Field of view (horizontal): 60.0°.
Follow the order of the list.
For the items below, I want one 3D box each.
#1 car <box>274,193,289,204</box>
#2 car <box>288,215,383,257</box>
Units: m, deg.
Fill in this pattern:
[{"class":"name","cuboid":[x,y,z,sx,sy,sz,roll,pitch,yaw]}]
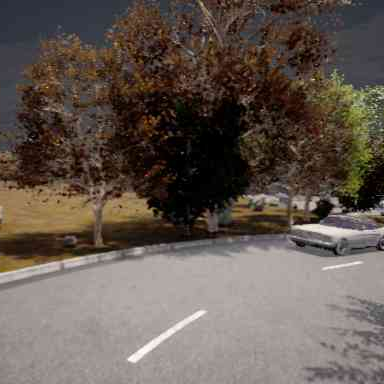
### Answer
[{"class":"car","cuboid":[12.172,0.983,45.594,1.837,1.490,4.892,2,1,8]},{"class":"car","cuboid":[6.002,1.604,13.132,4.718,1.301,1.895,2,3,-34]}]
